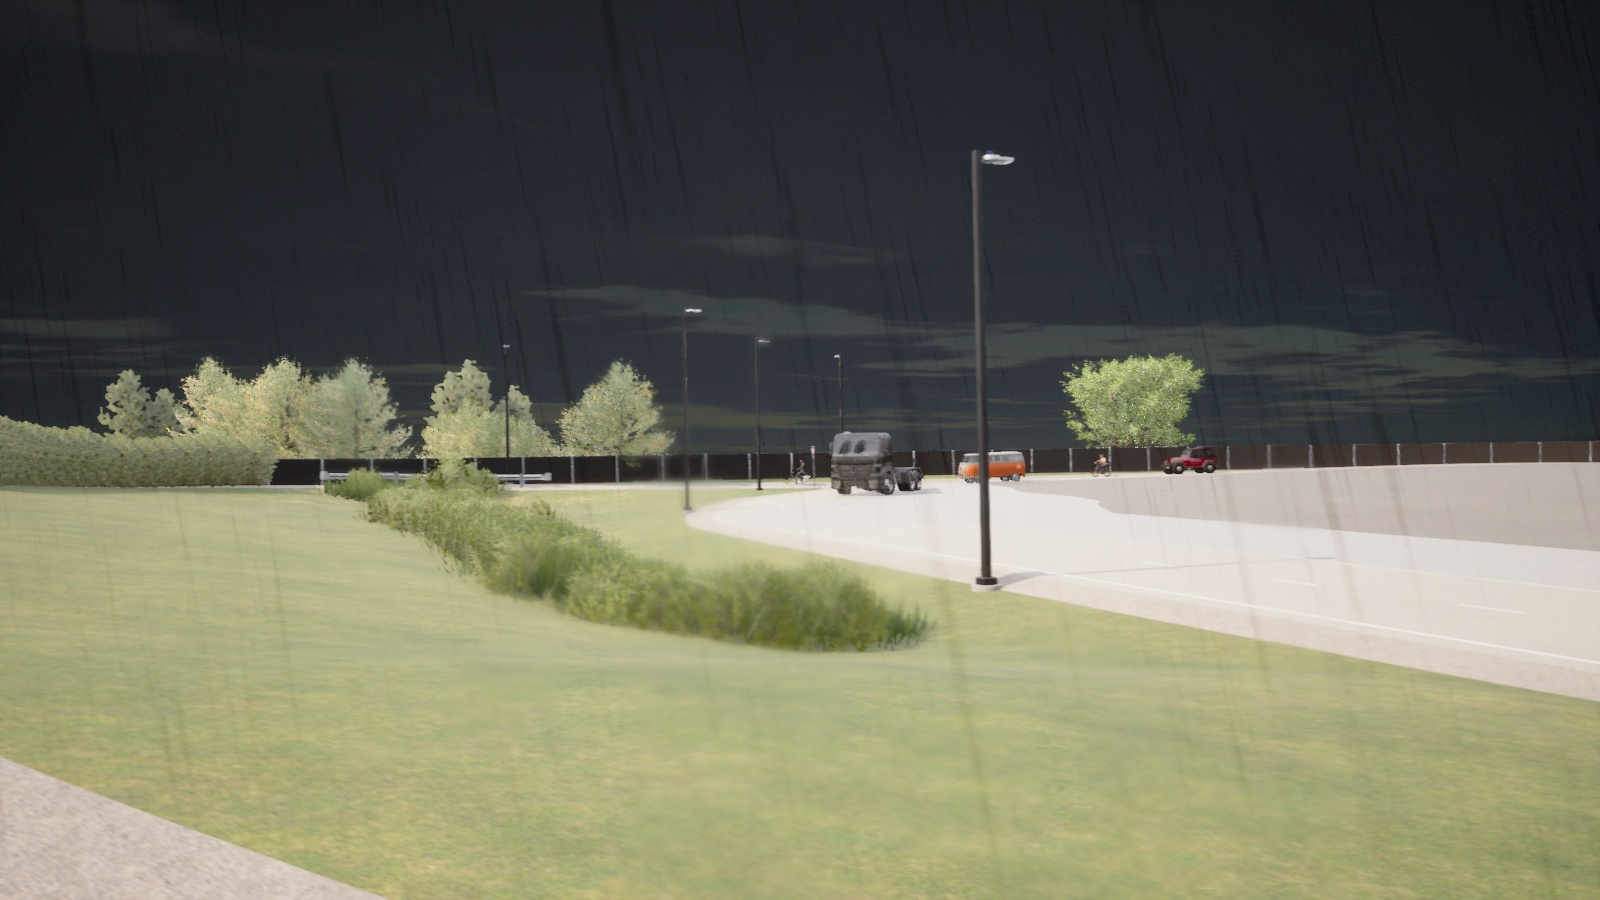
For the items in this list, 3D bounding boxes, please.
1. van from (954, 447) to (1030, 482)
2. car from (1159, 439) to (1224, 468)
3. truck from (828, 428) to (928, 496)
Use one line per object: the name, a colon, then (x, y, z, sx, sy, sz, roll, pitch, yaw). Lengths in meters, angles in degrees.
van: (12.443, 0.918, 81.476, 4.442, 1.987, 1.775, -3, 0, -17)
car: (27.915, 0.261, 89.555, 3.866, 1.878, 1.905, -3, -1, -7)
truck: (4.467, 0.587, 69.747, 2.891, 3.462, 7.936, -2, 1, 24)
